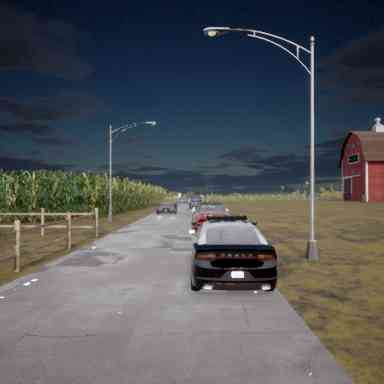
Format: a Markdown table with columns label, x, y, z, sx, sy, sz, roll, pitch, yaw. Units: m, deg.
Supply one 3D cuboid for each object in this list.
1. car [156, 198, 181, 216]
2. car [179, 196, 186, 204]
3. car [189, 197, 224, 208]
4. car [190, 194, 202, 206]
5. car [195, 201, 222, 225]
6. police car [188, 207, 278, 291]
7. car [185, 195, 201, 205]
| label | x | y | z | sx | sy | sz | roll | pitch | yaw |
| --- | --- | --- | --- | --- | --- | --- | --- | --- | --- |
| car | -2.455 | 1.601 | 33.517 | 1.994 | 1.385 | 4.181 | 0 | 0 | 1 |
| car | -1.940 | 1.716 | 68.528 | 2.097 | 1.767 | 4.553 | 0 | -1 | 1 |
| car | 1.047 | 1.367 | 19.014 | 2.097 | 1.767 | 4.553 | 0 | 0 | 1 |
| car | 0.716 | 1.486 | 60.644 | 2.150 | 2.045 | 5.566 | 0 | -1 | 1 |
| car | 1.119 | 1.529 | 25.046 | 1.837 | 1.490 | 4.892 | 0 | 0 | 1 |
| police car | 0.931 | 1.431 | 9.153 | 1.930 | 1.638 | 5.238 | 0 | 0 | 1 |
| car | 0.559 | 1.601 | 46.486 | 2.128 | 1.511 | 4.902 | 0 | 0 | 1 |
